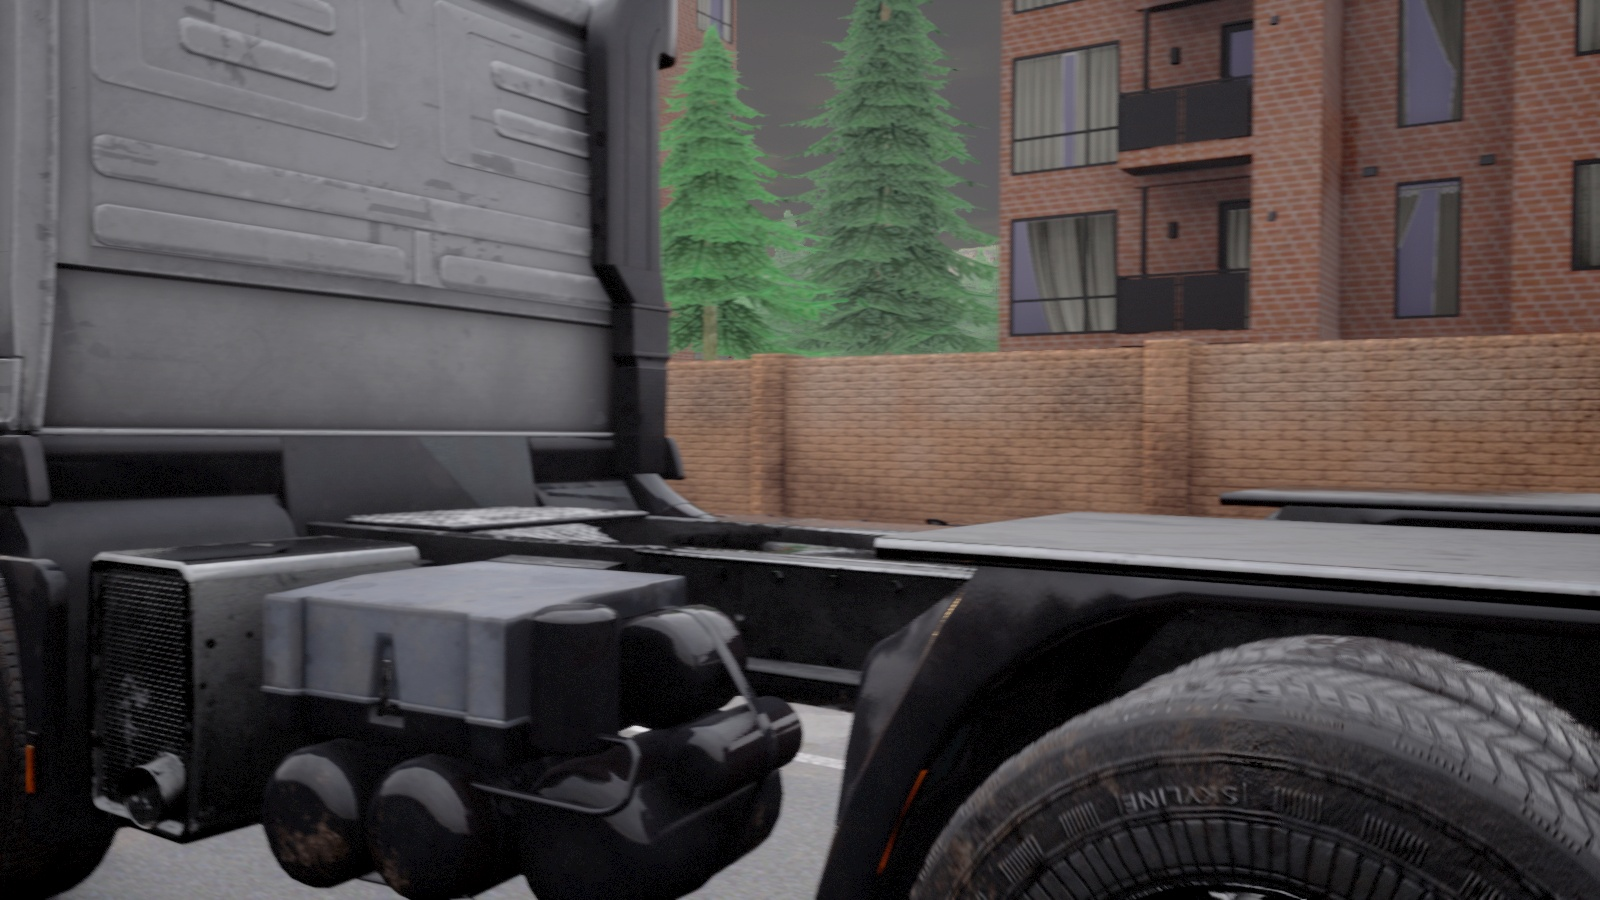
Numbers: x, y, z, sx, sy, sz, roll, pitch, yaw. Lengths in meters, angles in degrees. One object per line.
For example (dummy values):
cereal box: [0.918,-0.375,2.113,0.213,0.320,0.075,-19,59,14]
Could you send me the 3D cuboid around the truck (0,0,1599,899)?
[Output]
truck: [0.149,-0.300,3.506,7.936,3.462,2.891,0,1,34]
